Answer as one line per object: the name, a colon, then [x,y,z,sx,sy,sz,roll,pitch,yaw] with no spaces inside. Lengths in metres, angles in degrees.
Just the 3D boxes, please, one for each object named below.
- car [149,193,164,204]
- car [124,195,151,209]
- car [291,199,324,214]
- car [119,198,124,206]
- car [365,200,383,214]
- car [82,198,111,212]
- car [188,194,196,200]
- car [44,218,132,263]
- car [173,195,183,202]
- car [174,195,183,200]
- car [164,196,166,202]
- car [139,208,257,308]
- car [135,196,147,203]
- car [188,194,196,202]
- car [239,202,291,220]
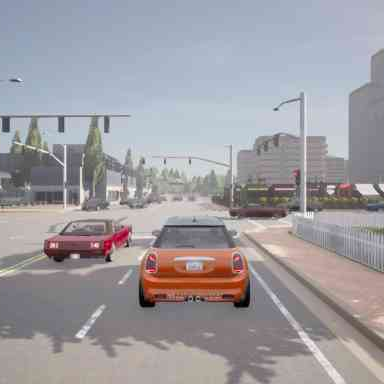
car: [-7.096,1.222,62.134,2.150,2.045,5.566,0,0,0]
car: [-7.121,1.491,43.994,2.128,1.511,4.902,0,0,0]
car: [11.254,1.491,34.762,4.902,1.511,2.128,0,0,-1]
car: [-10.617,1.564,54.591,1.994,1.385,4.181,0,0,0]
car: [20.898,1.478,35.005,5.008,1.535,1.882,0,0,-2]
car: [-11.279,1.505,39.506,1.837,1.490,4.892,1,0,10]
car: [-0.044,1.398,87.712,2.128,1.511,4.902,0,0,0]
car: [-3.422,1.601,11.996,1.895,1.301,4.718,0,0,0]
car: [-3.539,1.513,77.754,1.812,1.442,4.674,0,0,0]
car: [-3.544,1.425,87.709,1.994,1.385,4.181,0,0,0]
car: [-7.039,1.551,77.382,1.994,1.385,4.181,0,0,0]
car: [0.060,1.352,8.101,2.097,1.767,4.553,0,0,0]
car: [-10.535,1.595,69.250,1.895,1.301,4.718,0,0,0]
car: [-0.039,1.531,77.437,2.033,1.411,5.357,0,0,0]
car: [5.398,1.601,27.454,4.718,1.301,1.895,0,0,7]
